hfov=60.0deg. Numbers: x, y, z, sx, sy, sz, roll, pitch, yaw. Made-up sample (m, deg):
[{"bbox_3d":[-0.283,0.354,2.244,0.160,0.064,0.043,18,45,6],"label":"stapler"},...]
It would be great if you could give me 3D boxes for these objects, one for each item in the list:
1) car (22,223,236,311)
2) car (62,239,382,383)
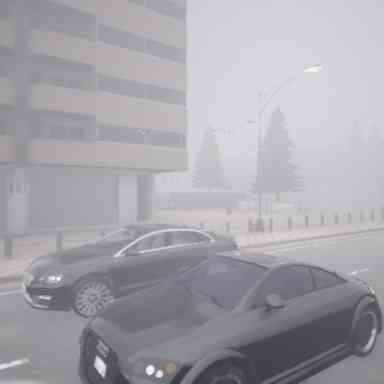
[{"bbox_3d":[-1.076,1.488,7.512,4.902,1.511,2.128,0,0,-35],"label":"car"},{"bbox_3d":[0.708,1.561,4.487,4.181,1.385,1.994,0,0,-35],"label":"car"}]
